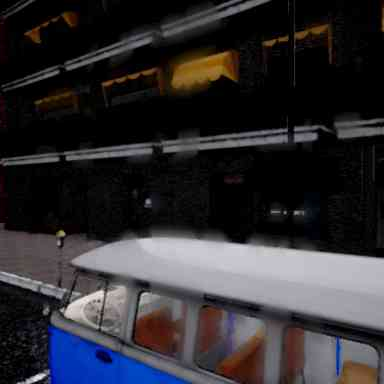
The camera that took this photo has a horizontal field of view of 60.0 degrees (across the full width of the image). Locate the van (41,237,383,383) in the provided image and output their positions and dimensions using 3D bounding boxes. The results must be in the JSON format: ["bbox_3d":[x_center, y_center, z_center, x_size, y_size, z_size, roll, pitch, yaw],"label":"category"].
[{"bbox_3d":[0.551,1.343,2.470,3.998,1.788,1.690,0,0,36],"label":"van"}]
